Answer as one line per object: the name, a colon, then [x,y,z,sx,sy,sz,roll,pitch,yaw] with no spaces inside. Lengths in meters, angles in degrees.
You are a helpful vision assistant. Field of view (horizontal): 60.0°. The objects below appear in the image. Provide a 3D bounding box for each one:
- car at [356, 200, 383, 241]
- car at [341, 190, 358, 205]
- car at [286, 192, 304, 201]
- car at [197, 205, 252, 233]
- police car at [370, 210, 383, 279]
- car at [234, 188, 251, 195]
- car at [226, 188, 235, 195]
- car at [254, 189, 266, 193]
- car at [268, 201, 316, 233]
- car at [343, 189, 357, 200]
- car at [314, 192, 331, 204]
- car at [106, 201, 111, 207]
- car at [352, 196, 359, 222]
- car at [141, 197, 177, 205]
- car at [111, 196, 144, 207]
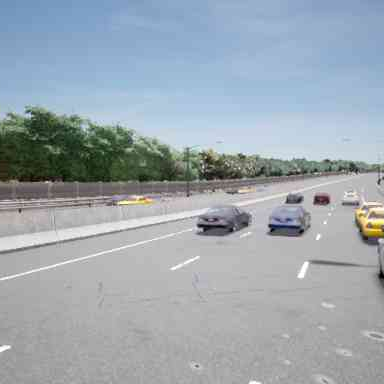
car: [9.140,1.404,16.030,1.801,1.575,5.366,0,0,24]
car: [19.992,0.855,41.911,1.812,1.442,4.674,0,2,26]
car: [14.309,0.768,46.103,2.128,1.511,4.902,0,2,26]
car: [2.036,1.493,19.654,2.033,1.411,5.357,0,0,24]
police car: [5.107,1.417,6.918,1.930,1.638,5.238,0,0,24]
car: [11.474,-0.053,72.376,1.882,1.535,5.008,0,2,27]
car: [9.287,-0.115,75.824,1.837,1.490,4.892,0,2,27]
car: [14.593,0.000,70.789,1.812,1.442,4.674,0,2,27]
car: [5.768,1.480,19.419,2.033,1.411,5.357,0,1,24]
car: [25.080,0.390,52.646,1.882,1.535,5.008,0,2,26]
car: [17.629,0.746,44.932,1.882,1.535,5.008,0,2,26]
car: [-8.313,1.284,39.568,1.994,1.385,4.181,0,1,25]
car: [11.577,1.336,21.436,1.801,1.575,5.366,0,1,24]
car: [-2.902,1.372,34.594,1.895,1.301,4.718,0,1,25]
car: [-6.121,1.250,35.962,1.882,1.535,5.008,0,1,25]
